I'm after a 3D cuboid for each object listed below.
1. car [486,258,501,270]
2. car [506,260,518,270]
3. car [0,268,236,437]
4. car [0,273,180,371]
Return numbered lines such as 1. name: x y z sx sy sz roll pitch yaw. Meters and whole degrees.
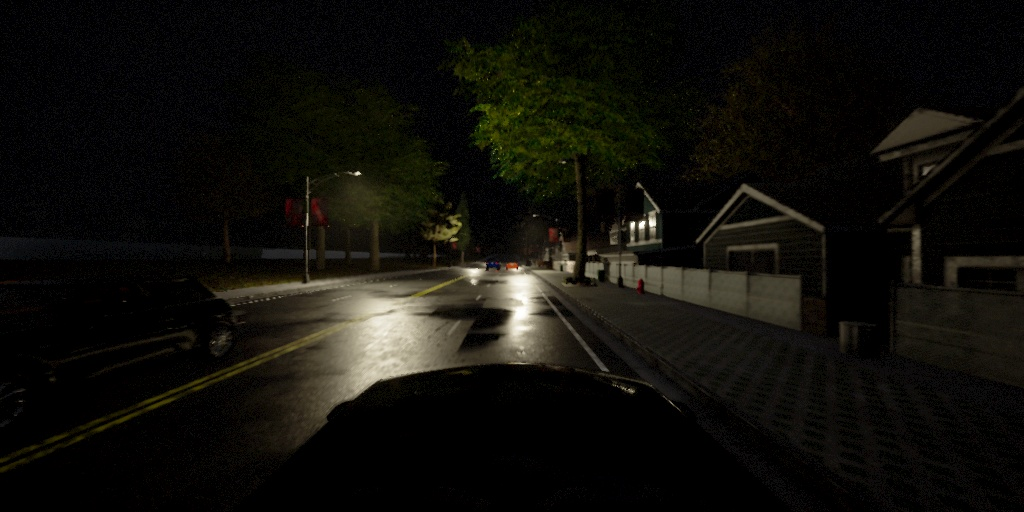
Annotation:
1. car: -3.221 1.374 60.633 2.150 2.045 5.566 0 -1 0
2. car: 0.030 1.510 60.974 2.097 1.767 4.553 0 -1 0
3. car: -6.588 1.103 5.255 2.097 1.767 4.553 0 0 0
4. car: -9.835 1.231 7.096 1.882 1.535 5.008 0 0 0
